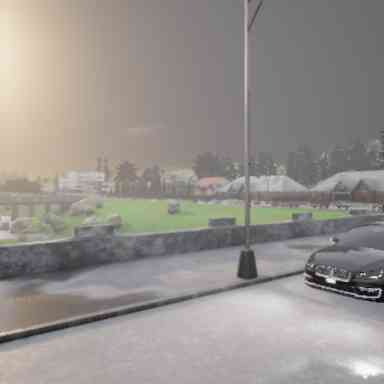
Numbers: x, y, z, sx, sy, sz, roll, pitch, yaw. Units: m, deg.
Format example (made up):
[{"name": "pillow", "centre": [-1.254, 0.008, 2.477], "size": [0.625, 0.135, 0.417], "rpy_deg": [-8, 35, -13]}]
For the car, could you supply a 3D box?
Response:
[{"name": "car", "centre": [4.704, 1.499, 7.937], "size": [4.892, 1.490, 1.837], "rpy_deg": [0, 0, -35]}]
